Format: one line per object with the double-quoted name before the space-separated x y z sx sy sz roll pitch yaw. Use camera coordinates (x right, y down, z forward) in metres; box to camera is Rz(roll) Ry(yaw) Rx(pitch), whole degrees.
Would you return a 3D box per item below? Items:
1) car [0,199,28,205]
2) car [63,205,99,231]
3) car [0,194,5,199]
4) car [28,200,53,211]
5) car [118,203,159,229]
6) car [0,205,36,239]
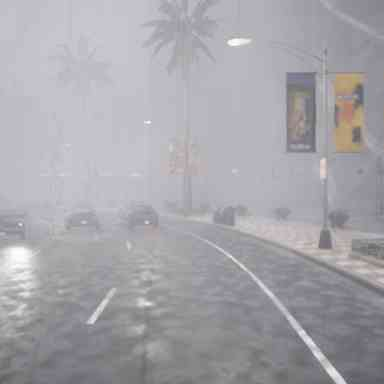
"car" -15.009 1.520 26.762 1.812 1.442 4.674 0 0 -40
"car" -6.949 1.521 20.771 1.812 1.442 4.674 0 0 -23
"car" -23.997 1.215 38.719 5.566 2.045 2.150 0 0 30
"car" -18.675 1.592 39.571 4.718 1.301 1.895 0 0 35
"car" -3.546 1.500 21.567 1.837 1.490 4.892 1 0 -23
"car" -9.436 1.597 17.231 1.895 1.301 4.718 0 0 -21
